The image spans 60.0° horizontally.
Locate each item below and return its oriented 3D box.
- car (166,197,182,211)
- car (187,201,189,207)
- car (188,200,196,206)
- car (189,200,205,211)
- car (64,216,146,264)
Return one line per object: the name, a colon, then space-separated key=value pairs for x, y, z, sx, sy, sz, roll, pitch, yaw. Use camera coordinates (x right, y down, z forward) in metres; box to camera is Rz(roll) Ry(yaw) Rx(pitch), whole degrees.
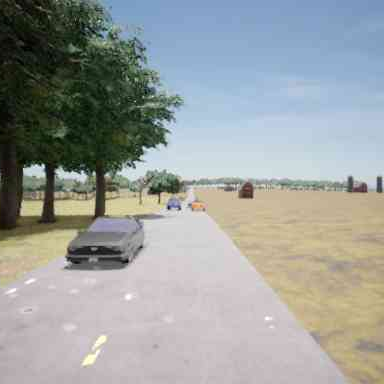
car: x=-2.824 y=1.891 z=53.021 sx=2.150 sy=2.045 sz=5.566 roll=0 pitch=-1 yaw=0
car: x=-0.006 y=2.486 z=69.984 sx=1.895 sy=1.301 sz=4.718 roll=0 pitch=-1 yaw=0
car: x=-0.008 y=2.850 z=87.713 sx=2.033 sy=1.411 sz=5.357 roll=0 pitch=-1 yaw=0
car: x=0.958 y=1.985 z=51.126 sx=2.097 sy=1.767 sz=4.553 roll=0 pitch=-1 yaw=0
car: x=-2.851 y=1.599 z=12.275 sx=2.033 sy=1.411 sz=5.357 roll=0 pitch=0 yaw=0
